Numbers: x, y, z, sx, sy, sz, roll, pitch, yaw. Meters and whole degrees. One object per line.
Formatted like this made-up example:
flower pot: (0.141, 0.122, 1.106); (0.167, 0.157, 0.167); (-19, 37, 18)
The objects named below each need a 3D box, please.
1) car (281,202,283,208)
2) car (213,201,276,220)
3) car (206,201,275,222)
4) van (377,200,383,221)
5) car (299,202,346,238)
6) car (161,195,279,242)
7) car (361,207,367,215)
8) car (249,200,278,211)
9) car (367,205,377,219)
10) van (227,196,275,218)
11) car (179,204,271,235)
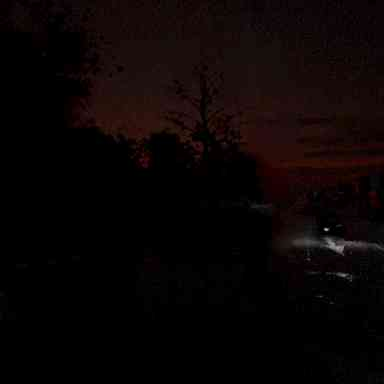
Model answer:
car: (18.619, 3.236, 78.794); (4.674, 1.452, 2.002); (-1, -2, 16)
car: (4.684, 1.598, 29.664); (5.366, 1.575, 1.946); (-1, -1, 15)
car: (3.979, 1.557, 27.098); (5.366, 1.575, 1.946); (-1, -1, 15)
van: (15.571, 1.210, 22.729); (4.442, 1.987, 1.878); (-1, -1, 15)
car: (6.706, 1.450, 17.360); (1.837, 1.490, 4.892); (-1, 0, 15)
car: (1.247, 1.208, 16.258); (5.566, 2.045, 2.435); (-1, 0, 15)
car: (17.439, 1.524, 28.387); (5.366, 1.575, 1.946); (-1, -1, 15)
car: (11.936, 2.220, 55.415); (4.553, 1.767, 2.185); (-1, -2, 16)
car: (16.458, 1.352, 25.633); (4.553, 1.767, 2.185); (-1, -1, 15)
van: (5.714, 1.423, 32.282); (4.442, 1.987, 1.878); (-1, -1, 15)
car: (1.923, 1.474, 18.839); (4.892, 1.521, 2.231); (-1, 0, 15)
